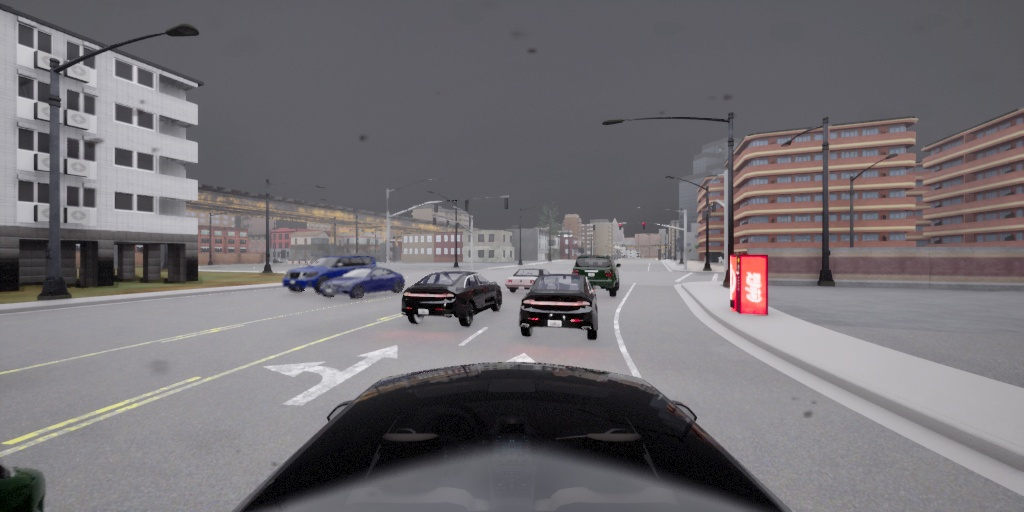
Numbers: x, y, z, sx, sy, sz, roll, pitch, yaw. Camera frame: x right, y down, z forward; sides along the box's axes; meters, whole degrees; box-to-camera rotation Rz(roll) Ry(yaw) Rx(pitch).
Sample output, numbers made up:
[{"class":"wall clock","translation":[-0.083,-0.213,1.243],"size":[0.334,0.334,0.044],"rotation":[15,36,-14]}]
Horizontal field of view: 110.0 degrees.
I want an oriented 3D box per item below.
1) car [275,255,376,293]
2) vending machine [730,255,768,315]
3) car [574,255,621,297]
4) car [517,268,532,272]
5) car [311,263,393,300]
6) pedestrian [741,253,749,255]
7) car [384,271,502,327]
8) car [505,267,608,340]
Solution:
[{"class":"car","translation":[-10.088,0.972,20.631],"size":[2.150,2.045,5.566],"rotation":[0,0,20]},{"class":"vending machine","translation":[7.825,0.944,11.853],"size":[1.100,2.100,0.880],"rotation":[0,0,20]},{"class":"car","translation":[4.578,0.970,19.347],"size":[2.150,2.045,5.566],"rotation":[0,0,19]},{"class":"car","translation":[1.301,1.349,20.527],"size":[1.895,1.301,4.718],"rotation":[0,0,21]},{"class":"car","translation":[-7.304,1.274,18.036],"size":[1.812,1.442,4.674],"rotation":[0,0,20]},{"class":"pedestrian","translation":[8.059,0.794,12.472],"size":[0.375,1.860,0.375],"rotation":[0,0,21]},{"class":"car","translation":[-1.710,1.241,11.714],"size":[2.128,1.511,4.902],"rotation":[0,0,14]},{"class":"car","translation":[1.448,1.241,10.108],"size":[2.128,1.511,4.902],"rotation":[0,0,13]}]
